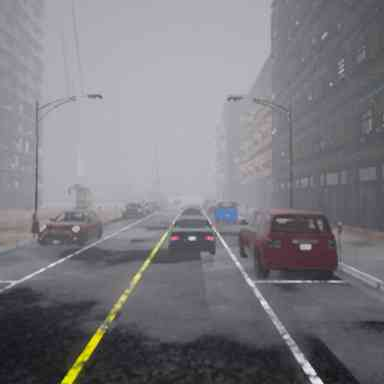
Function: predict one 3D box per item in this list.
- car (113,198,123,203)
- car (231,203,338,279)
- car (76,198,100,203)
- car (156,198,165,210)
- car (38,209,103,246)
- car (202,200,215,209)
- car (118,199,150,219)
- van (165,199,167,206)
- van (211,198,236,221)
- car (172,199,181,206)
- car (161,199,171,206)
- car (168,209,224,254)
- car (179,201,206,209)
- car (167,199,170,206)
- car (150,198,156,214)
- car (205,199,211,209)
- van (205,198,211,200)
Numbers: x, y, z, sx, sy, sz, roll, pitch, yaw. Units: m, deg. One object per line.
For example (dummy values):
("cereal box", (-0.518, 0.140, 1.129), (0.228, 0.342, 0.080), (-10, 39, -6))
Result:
("car", (-19.697, 2.475, 92.695), (4.403, 1.369, 2.008), (0, -1, 1))
("car", (2.705, 1.413, 10.307), (2.192, 1.841, 5.009), (1, -1, 0))
("car", (-26.358, 2.204, 84.152), (4.097, 1.590, 1.967), (0, -1, 1))
("car", (-5.635, 1.988, 49.797), (1.887, 1.381, 4.507), (1, 0, 0))
("car", (-5.679, 1.589, 15.924), (1.967, 1.590, 4.097), (1, -1, 0))
("car", (2.713, 2.056, 55.473), (1.947, 1.339, 4.313), (1, 0, 0))
("car", (-5.644, 1.741, 32.861), (1.967, 1.590, 4.097), (1, -1, 0))
("van", (-5.631, 1.831, 55.444), (1.690, 1.788, 3.998), (1, 0, 0))
("van", (2.709, 1.593, 27.245), (1.690, 1.788, 3.998), (1, -1, 0))
("car", (-2.986, 2.130, 68.012), (2.033, 1.411, 5.357), (0, 0, 0))
("car", (-5.630, 2.168, 72.379), (1.887, 1.381, 4.507), (1, 0, 0))
("car", (0.004, 1.679, 14.003), (2.033, 1.411, 5.357), (0, 0, 0))
("car", (0.012, 1.796, 29.383), (1.812, 1.442, 4.674), (0, 0, 0))
("car", (-5.630, 2.019, 66.735), (1.967, 1.590, 4.097), (1, 0, 0))
("car", (-5.637, 1.789, 38.507), (1.967, 1.590, 4.097), (1, 0, 0))
("car", (2.710, 1.894, 38.537), (1.887, 1.381, 4.507), (1, 0, 0))
("van", (2.715, 1.785, 49.830), (1.690, 1.788, 3.998), (1, 0, 0))
